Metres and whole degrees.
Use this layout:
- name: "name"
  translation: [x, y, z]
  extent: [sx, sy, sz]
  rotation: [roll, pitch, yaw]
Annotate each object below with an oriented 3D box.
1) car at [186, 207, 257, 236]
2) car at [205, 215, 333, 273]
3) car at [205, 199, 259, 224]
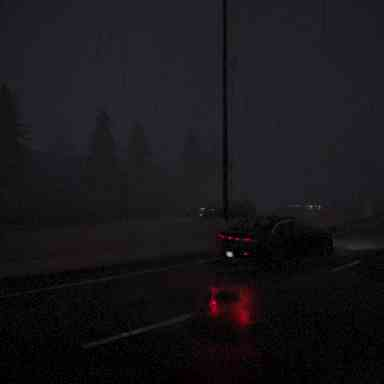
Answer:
- name: "car"
  translation: [1.851, 1.660, 19.930]
  extent: [1.994, 1.385, 4.181]
  rotation: [0, 0, 45]
- name: "car"
  translation: [2.871, 1.540, 10.999]
  extent: [4.902, 1.511, 2.128]
  rotation: [0, 0, -42]
- name: "car"
  translation: [3.306, 1.477, 26.571]
  extent: [2.097, 1.767, 4.553]
  rotation: [-1, 0, 41]
